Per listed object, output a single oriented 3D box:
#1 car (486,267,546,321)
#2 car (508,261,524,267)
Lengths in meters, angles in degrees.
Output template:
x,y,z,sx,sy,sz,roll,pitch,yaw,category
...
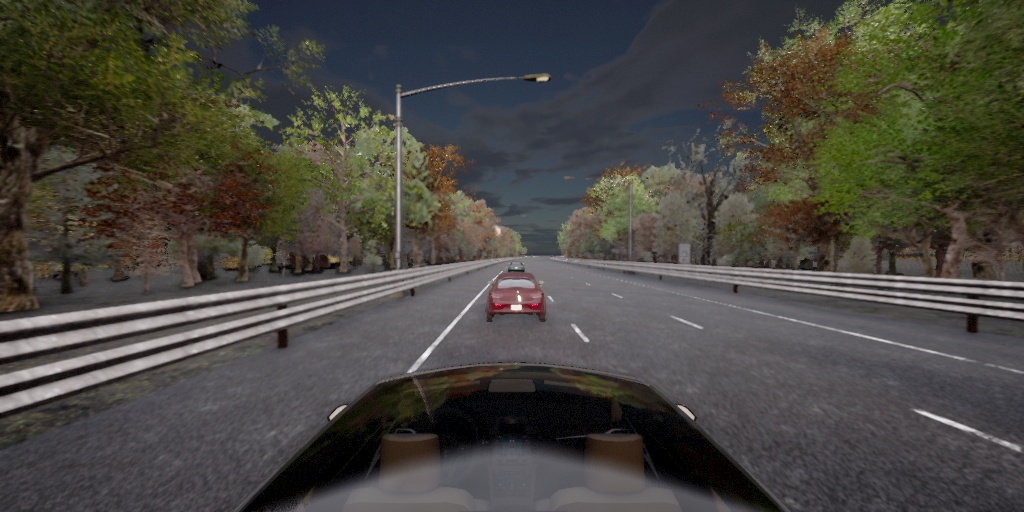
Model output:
x,y,z,sx,sy,sz,roll,pitch,yaw,category
0.136,1.276,12.346,1.812,1.442,4.674,0,0,0,car
0.513,1.311,42.533,1.994,1.385,4.181,0,0,1,car
